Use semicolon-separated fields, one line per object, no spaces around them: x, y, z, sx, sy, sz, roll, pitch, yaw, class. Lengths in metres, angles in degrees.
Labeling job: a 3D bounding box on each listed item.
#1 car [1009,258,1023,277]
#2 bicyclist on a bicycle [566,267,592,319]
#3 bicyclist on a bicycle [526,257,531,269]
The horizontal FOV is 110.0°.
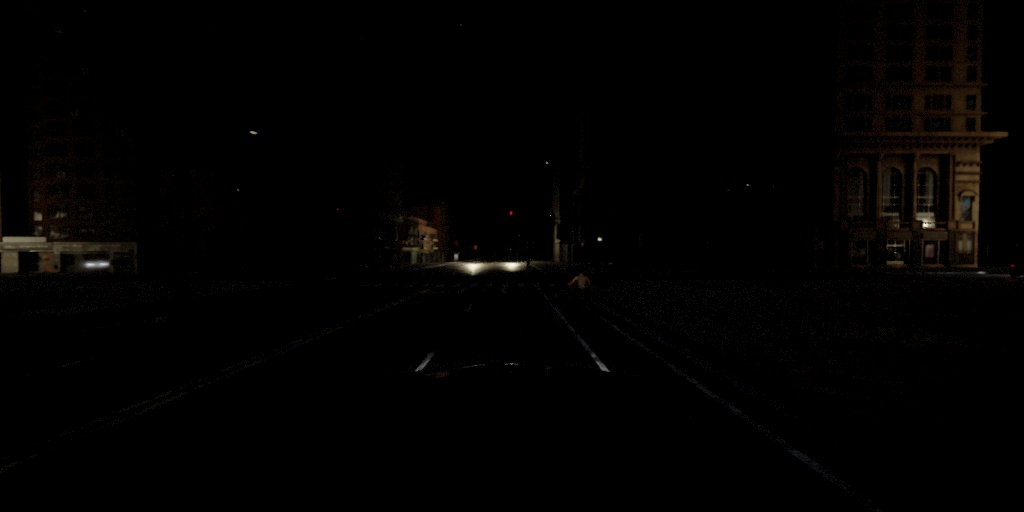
43.850;0.895;29.162;4.553;1.767;2.097;0;1;0;car
2.220;1.167;11.693;0.866;1.612;1.509;0;0;0;bicyclist on a bicycle
2.252;1.063;48.909;0.659;1.776;1.843;0;0;0;bicyclist on a bicycle
